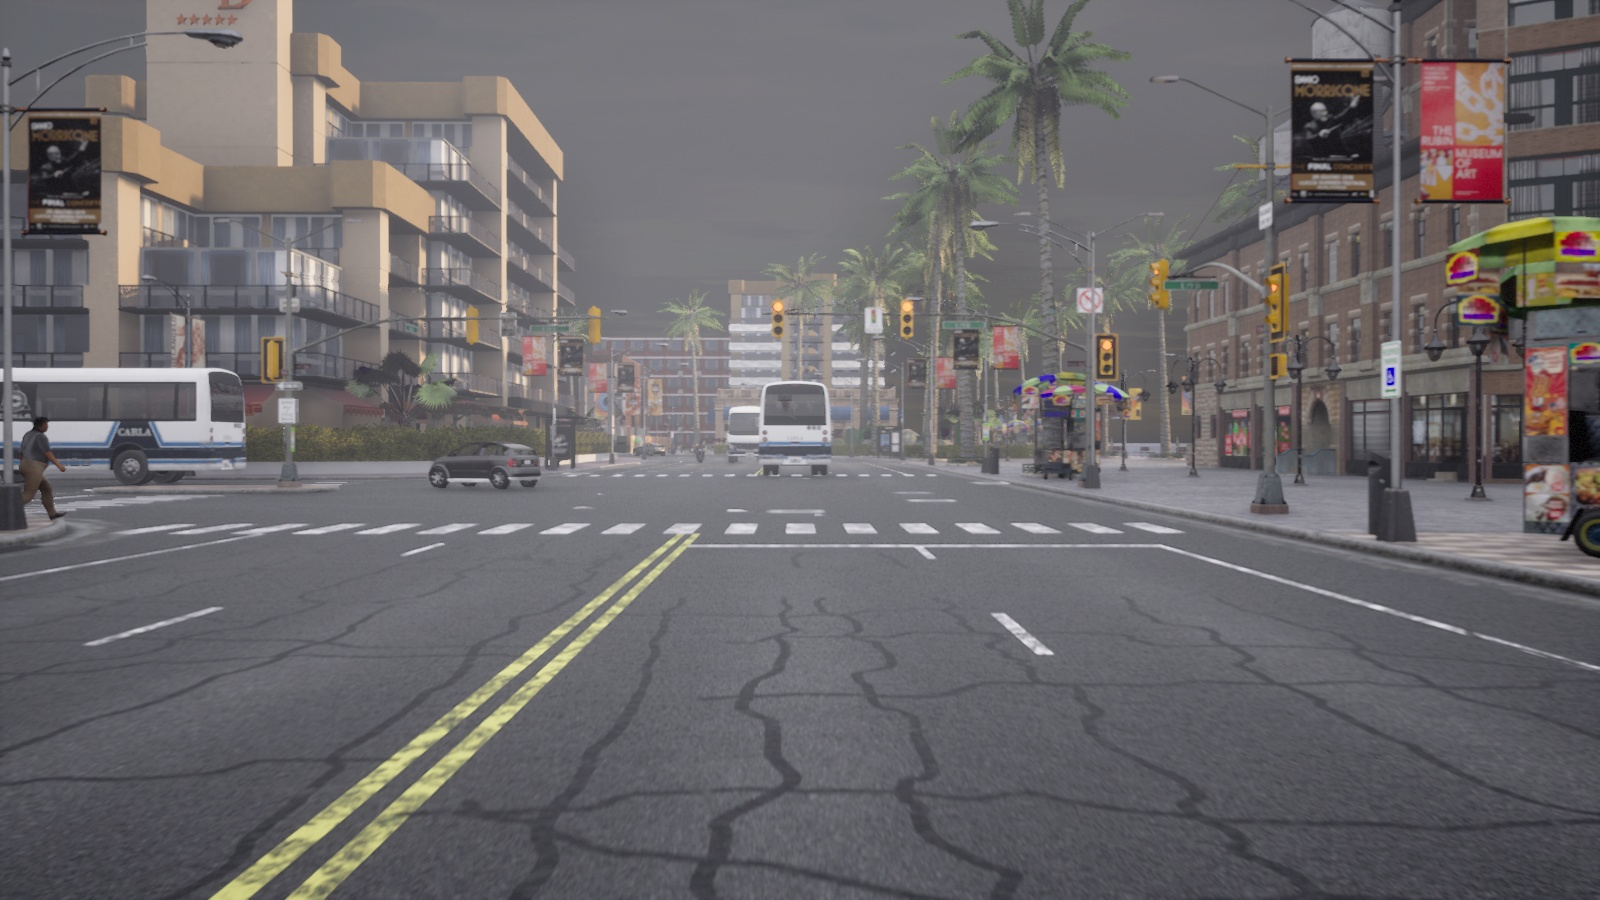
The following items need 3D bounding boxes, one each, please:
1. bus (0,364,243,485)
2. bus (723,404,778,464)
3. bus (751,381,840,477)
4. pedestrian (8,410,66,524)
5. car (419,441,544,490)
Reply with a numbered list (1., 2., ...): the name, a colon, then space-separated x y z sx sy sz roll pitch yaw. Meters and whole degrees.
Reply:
1. bus: -26.393 -0.908 45.927 10.273 4.253 3.944 0 0 -1
2. bus: -3.874 -1.170 95.425 3.944 4.253 10.273 0 0 -3
3. bus: -0.213 -0.974 61.071 3.944 4.253 10.273 0 0 0
4. pedestrian: -12.634 0.269 20.797 0.540 1.848 0.694 0 0 42
5. car: -10.499 0.484 41.442 3.705 1.549 1.789 0 0 25
